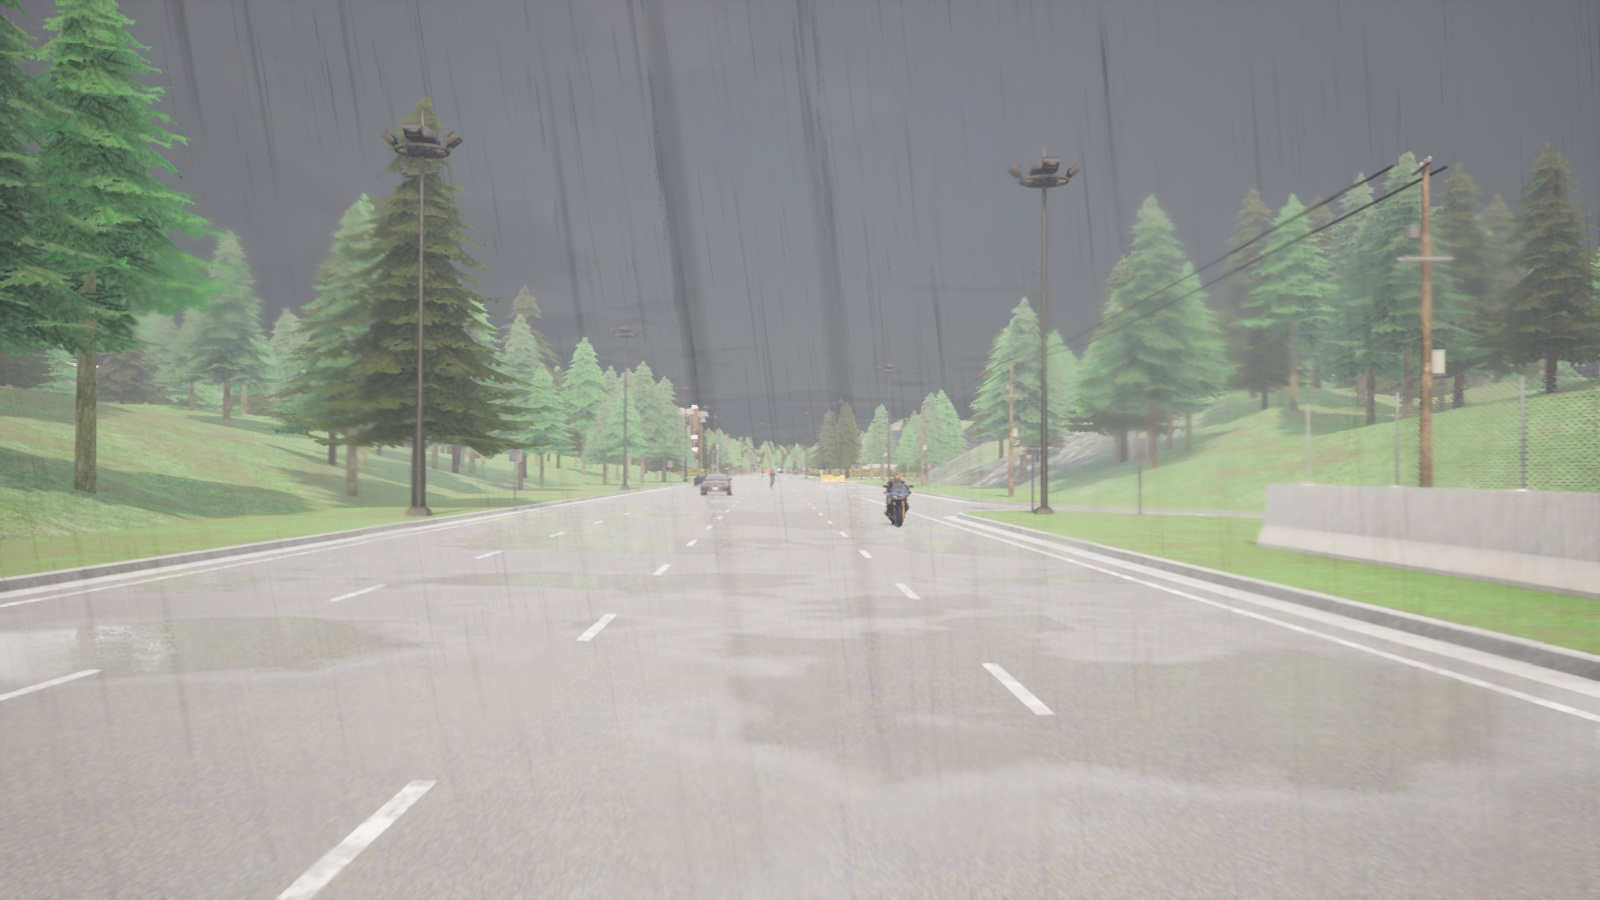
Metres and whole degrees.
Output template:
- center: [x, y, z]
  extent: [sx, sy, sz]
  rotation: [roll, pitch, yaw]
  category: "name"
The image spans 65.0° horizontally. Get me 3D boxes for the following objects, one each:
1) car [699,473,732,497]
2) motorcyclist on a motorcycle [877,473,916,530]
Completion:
- center: [-5.284, 2.188, 79.030]
  extent: [1.812, 1.442, 4.674]
  rotation: [0, -1, -1]
  category: "car"
- center: [2.712, 1.430, 35.443]
  extent: [0.866, 1.530, 2.191]
  rotation: [0, -1, -1]
  category: "motorcyclist on a motorcycle"
